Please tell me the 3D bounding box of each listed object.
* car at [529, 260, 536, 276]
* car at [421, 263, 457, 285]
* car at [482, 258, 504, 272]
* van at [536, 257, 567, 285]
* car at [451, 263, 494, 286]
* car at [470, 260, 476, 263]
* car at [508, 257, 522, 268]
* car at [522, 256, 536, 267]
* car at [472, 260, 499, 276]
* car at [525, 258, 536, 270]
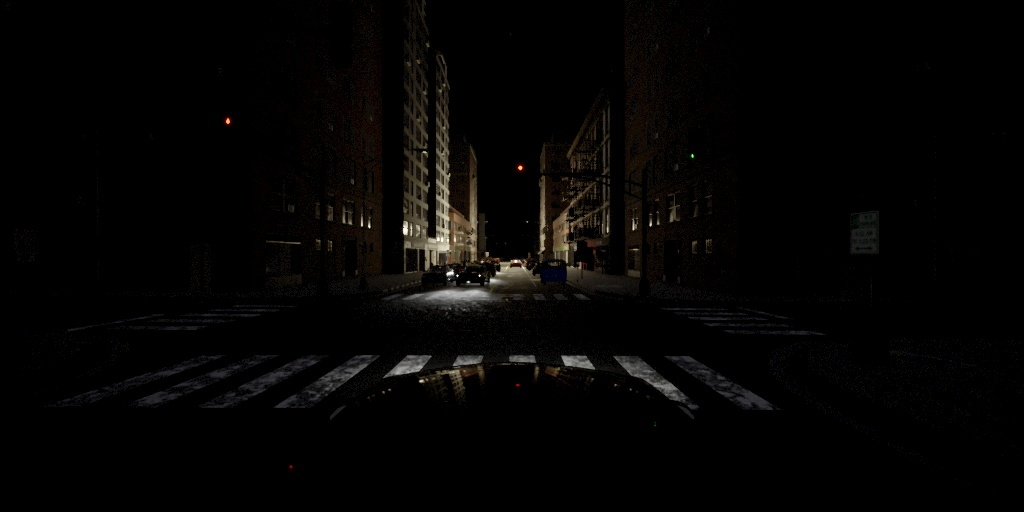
[{"bbox_3d":[2.954,1.329,36.736,1.802,1.307,4.207,0,0,1],"label":"car"},{"bbox_3d":[-5.175,1.299,25.440,2.007,1.370,4.403,0,0,1],"label":"car"},{"bbox_3d":[-2.446,1.309,45.212,1.994,1.385,4.181,0,0,1],"label":"car"},{"bbox_3d":[2.850,1.089,25.375,1.690,1.789,3.998,0,0,1],"label":"van"},{"bbox_3d":[-2.649,1.349,25.147,1.895,1.301,4.718,0,0,4],"label":"car"},{"bbox_3d":[-4.968,1.269,47.997,1.751,1.417,4.829,0,0,1],"label":"car"},{"bbox_3d":[0.626,1.336,59.057,1.895,1.301,4.718,0,0,1],"label":"car"},{"bbox_3d":[3.110,1.054,53.781,2.192,1.841,5.009,0,0,1],"label":"car"},{"bbox_3d":[-2.544,1.349,35.158,1.895,1.301,4.718,0,0,1],"label":"car"},{"bbox_3d":[3.058,1.325,48.099,1.802,1.307,4.207,0,0,1],"label":"car"}]
